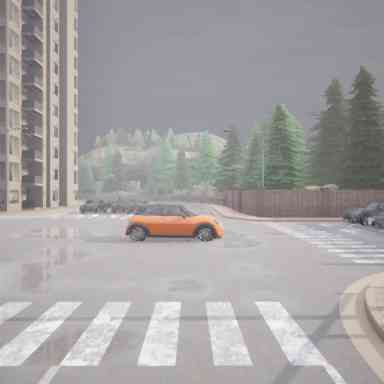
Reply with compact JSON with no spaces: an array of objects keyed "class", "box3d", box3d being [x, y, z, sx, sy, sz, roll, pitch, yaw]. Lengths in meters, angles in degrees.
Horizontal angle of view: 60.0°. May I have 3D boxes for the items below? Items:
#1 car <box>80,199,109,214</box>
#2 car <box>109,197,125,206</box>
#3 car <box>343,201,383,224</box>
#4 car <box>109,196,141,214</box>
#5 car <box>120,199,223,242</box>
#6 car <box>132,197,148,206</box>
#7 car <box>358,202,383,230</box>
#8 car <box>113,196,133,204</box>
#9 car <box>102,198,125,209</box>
[{"class":"car","box3d":[-10.576,1.503,35.991,1.837,1.490,4.892,0,0,0]},{"class":"car","box3d":[-12.663,1.545,55.955,2.033,1.411,5.357,0,0,-21]},{"class":"car","box3d":[12.967,1.406,23.071,4.553,1.767,2.097,0,0,0]},{"class":"car","box3d":[-7.080,1.350,35.612,2.097,1.767,4.553,0,0,0]},{"class":"car","box3d":[-0.807,1.371,15.898,4.553,1.767,2.097,0,0,0]},{"class":"car","box3d":[-8.672,1.598,54.929,1.895,1.301,4.718,0,0,-17]},{"class":"car","box3d":[12.924,1.546,19.573,4.902,1.511,2.128,0,0,0]},{"class":"car","box3d":[-13.288,1.502,64.200,1.837,1.490,4.892,0,0,-37]},{"class":"car","box3d":[-10.709,1.545,45.730,2.033,1.411,5.357,0,0,-3]}]
